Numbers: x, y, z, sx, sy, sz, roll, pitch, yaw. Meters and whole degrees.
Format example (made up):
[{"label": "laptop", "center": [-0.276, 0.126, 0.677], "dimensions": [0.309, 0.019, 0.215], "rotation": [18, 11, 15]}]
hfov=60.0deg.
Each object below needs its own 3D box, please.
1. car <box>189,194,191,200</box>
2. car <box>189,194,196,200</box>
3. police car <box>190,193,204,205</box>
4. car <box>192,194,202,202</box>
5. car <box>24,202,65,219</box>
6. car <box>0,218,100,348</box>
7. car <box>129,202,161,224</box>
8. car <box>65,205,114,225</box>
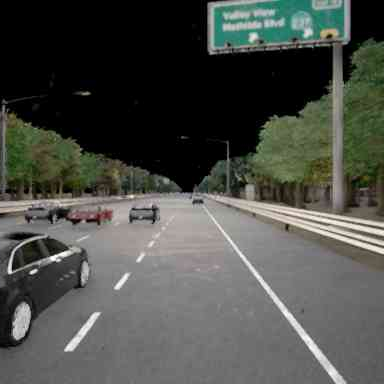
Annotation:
[{"label": "car", "center": [1.064, 1.191, 67.823], "dimensions": [2.150, 2.045, 5.566], "rotation": [0, 0, 0]}, {"label": "car", "center": [0.061, 1.350, 91.491], "dimensions": [1.837, 1.490, 4.892], "rotation": [0, 0, 0]}, {"label": "police car", "center": [1.058, 1.392, 57.914], "dimensions": [1.930, 1.638, 5.238], "rotation": [0, 0, 0]}, {"label": "car", "center": [1.071, 1.320, 73.754], "dimensions": [2.097, 1.767, 4.553], "rotation": [0, 0, 0]}, {"label": "car", "center": [-10.397, 1.475, 24.423], "dimensions": [2.128, 1.511, 4.902], "rotation": [0, 0, 0]}, {"label": "car", "center": [-3.398, 1.500, 6.256], "dimensions": [1.837, 1.490, 4.892], "rotation": [0, 0, 0]}, {"label": "car", "center": [-3.398, 1.475, 24.490], "dimensions": [2.128, 1.511, 4.902], "rotation": [0, 0, 0]}, {"label": "car", "center": [-6.896, 1.585, 23.359], "dimensions": [1.895, 1.301, 4.718], "rotation": [0, 0, 0]}]
